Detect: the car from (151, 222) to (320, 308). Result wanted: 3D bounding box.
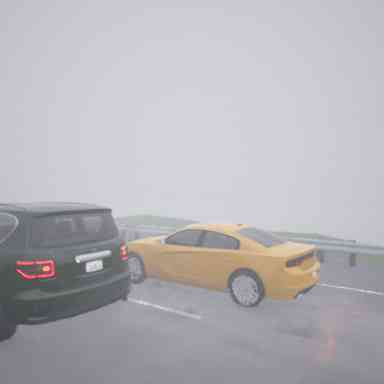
[{"bbox_3d":[0.402,1.471,8.005,5.008,1.535,1.882,0,0,35],"label":"car"}]

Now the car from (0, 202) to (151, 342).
[{"bbox_3d":[-3.665,1.211,6.607,5.566,2.045,2.150,0,0,35],"label":"car"}]
